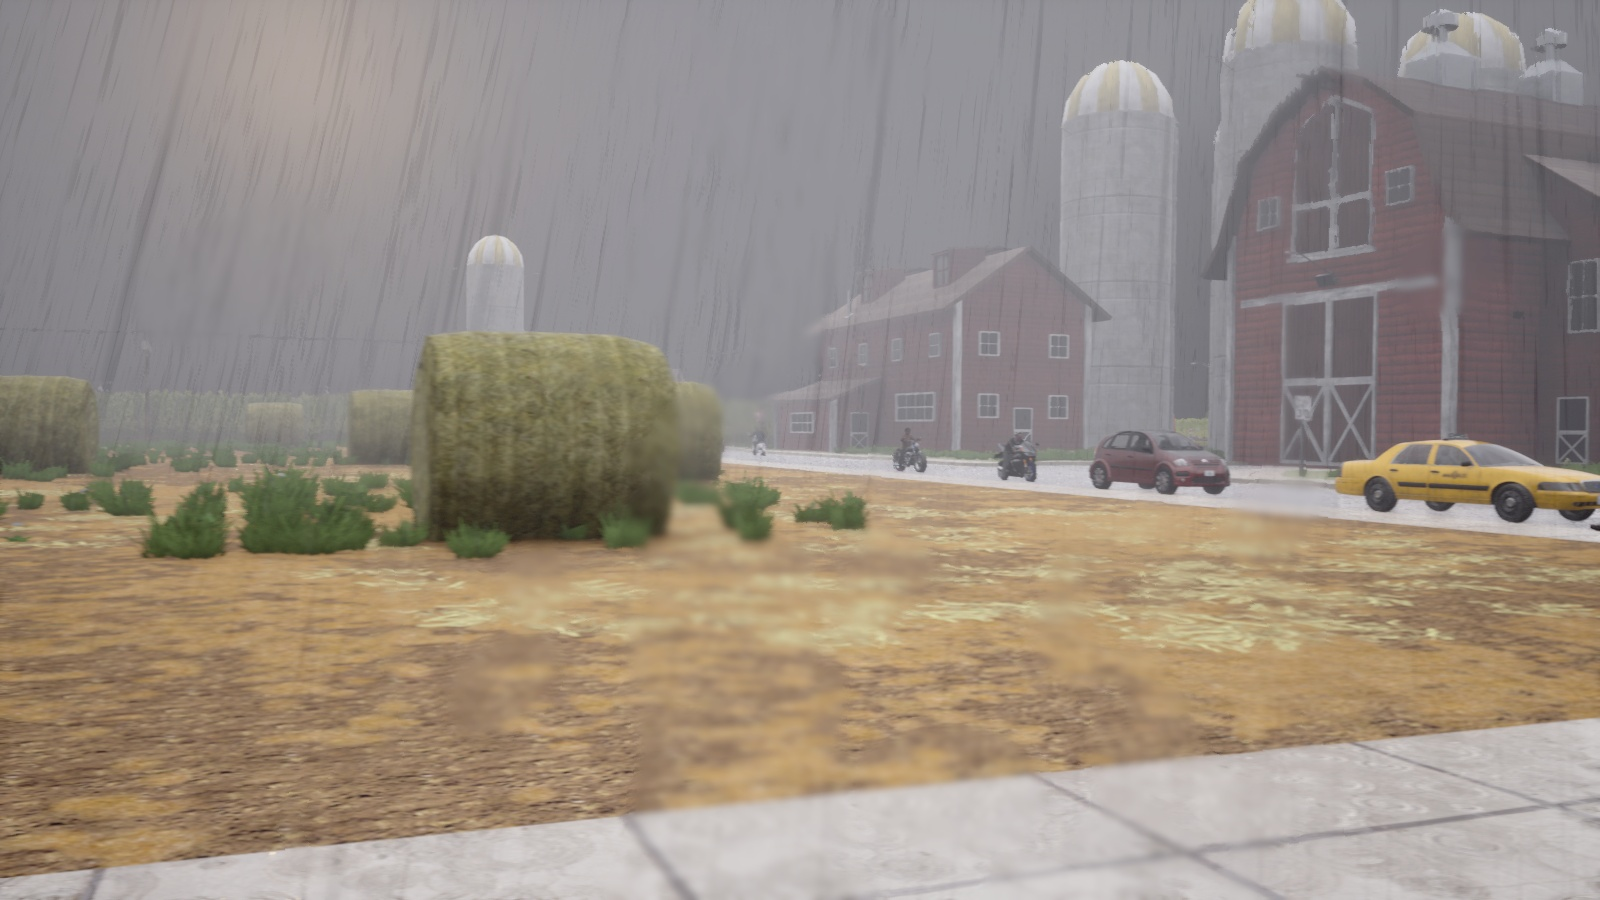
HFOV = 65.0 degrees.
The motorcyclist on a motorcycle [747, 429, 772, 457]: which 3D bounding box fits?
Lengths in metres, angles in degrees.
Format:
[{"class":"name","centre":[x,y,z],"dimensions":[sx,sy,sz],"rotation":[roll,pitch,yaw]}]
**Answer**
[{"class":"motorcyclist on a motorcycle","centre":[-2.302,-0.406,71.016],"dimensions":[0.866,1.590,1.817],"rotation":[-1,1,-22]}]

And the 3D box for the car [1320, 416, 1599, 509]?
[{"class":"car","centre":[12.717,0.177,24.106],"dimensions":[1.801,1.575,5.366],"rotation":[-1,1,-22]}]

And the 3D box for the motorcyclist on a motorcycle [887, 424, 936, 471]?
[{"class":"motorcyclist on a motorcycle","centre":[4.054,-0.085,45.729],"dimensions":[0.766,1.649,2.350],"rotation":[-1,1,-22]}]

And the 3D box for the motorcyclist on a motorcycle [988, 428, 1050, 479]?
[{"class":"motorcyclist on a motorcycle","centre":[6.778,0.098,38.938],"dimensions":[0.866,1.530,2.191],"rotation":[-1,1,-22]}]

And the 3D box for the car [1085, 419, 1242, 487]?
[{"class":"car","centre":[9.330,0.039,32.563],"dimensions":[1.851,1.617,3.988],"rotation":[-1,1,-22]}]
